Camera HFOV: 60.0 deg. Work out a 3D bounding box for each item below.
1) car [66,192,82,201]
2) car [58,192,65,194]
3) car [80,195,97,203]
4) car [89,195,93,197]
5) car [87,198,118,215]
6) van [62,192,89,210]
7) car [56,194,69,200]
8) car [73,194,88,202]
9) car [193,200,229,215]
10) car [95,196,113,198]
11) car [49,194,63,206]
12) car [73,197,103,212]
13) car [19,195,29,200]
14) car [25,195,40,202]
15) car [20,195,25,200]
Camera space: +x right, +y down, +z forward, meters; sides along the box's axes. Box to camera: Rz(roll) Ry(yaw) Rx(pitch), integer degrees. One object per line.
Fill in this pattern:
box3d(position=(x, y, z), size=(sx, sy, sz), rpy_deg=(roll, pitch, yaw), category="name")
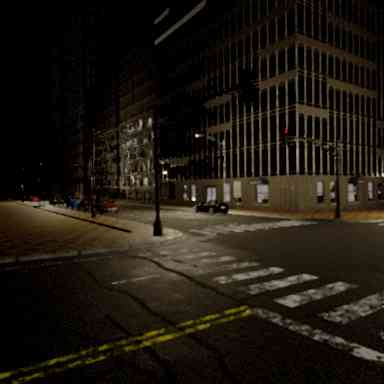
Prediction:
box3d(position=(-26.619, 1.040, 74.918), size=(2.192, 1.841, 5.009), rpy_deg=(-1, 1, -34), category="car")
box3d(position=(-20.286, 1.090, 55.588), size=(2.150, 2.045, 5.566), rpy_deg=(-1, 1, -34), category="car")
box3d(position=(-20.462, 1.305, 65.698), size=(1.887, 1.381, 4.507), rpy_deg=(-1, 1, -34), category="car")
box3d(position=(-17.383, 1.328, 61.086), size=(2.008, 1.369, 4.403), rpy_deg=(-1, 1, -34), category="car")
box3d(position=(-8.867, 1.558, 33.614), size=(1.802, 1.307, 4.206), rpy_deg=(-1, 1, -34), category="car")
box3d(position=(-15.033, 1.289, 42.846), size=(1.690, 1.788, 3.998), rpy_deg=(-1, 1, -34), category="van")
box3d(position=(-32.773, 1.238, 84.142), size=(2.008, 1.369, 4.403), rpy_deg=(-1, 1, -34), category="car")
box3d(position=(-23.634, 1.268, 70.450), size=(1.752, 1.417, 4.829), rpy_deg=(-1, 1, -34), category="car")
box3d(position=(1.790, 1.437, 32.216), size=(1.947, 1.339, 4.313), rpy_deg=(-1, 1, -34), category="car")
box3d(position=(-14.400, 1.319, 56.616), size=(1.752, 1.417, 4.829), rpy_deg=(-1, 1, -34), category="car")
box3d(position=(-21.101, 1.443, 51.941), size=(1.752, 1.417, 4.829), rpy_deg=(-1, 1, -34), category="car")
box3d(position=(-11.949, 1.544, 38.231), size=(1.802, 1.307, 4.206), rpy_deg=(-1, 1, -34), category="car")
box3d(position=(-42.650, 1.370, 84.485), size=(1.802, 1.307, 4.206), rpy_deg=(-1, 1, -34), category="car")
box3d(position=(-33.524, 1.392, 70.552), size=(1.887, 1.381, 4.507), rpy_deg=(-1, 1, -34), category="car")
box3d(position=(-39.568, 1.374, 79.868), size=(1.947, 1.339, 4.313), rpy_deg=(-1, 1, -34), category="car")
